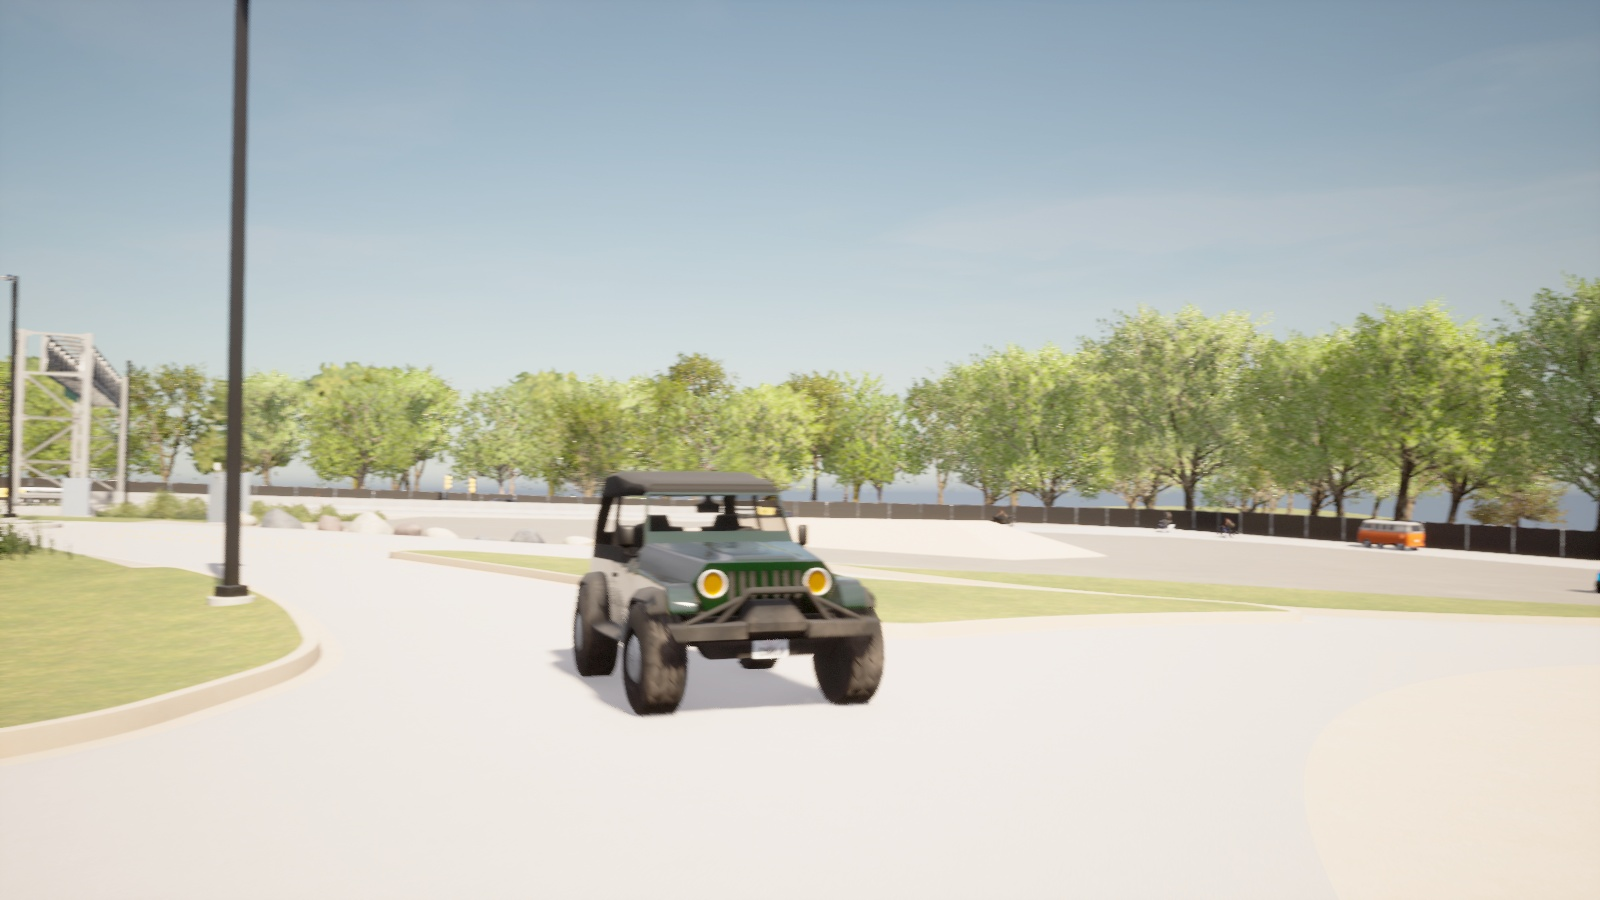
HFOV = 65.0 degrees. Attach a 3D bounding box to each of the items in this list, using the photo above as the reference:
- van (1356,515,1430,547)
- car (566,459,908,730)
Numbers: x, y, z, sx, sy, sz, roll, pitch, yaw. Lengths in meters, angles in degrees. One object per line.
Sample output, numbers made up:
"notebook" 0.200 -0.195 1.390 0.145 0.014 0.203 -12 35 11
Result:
"van" 41.572 5.666 88.089 1.775 1.987 4.442 1 0 -30
"car" -0.754 1.104 10.891 1.905 1.878 3.866 0 -3 -20
